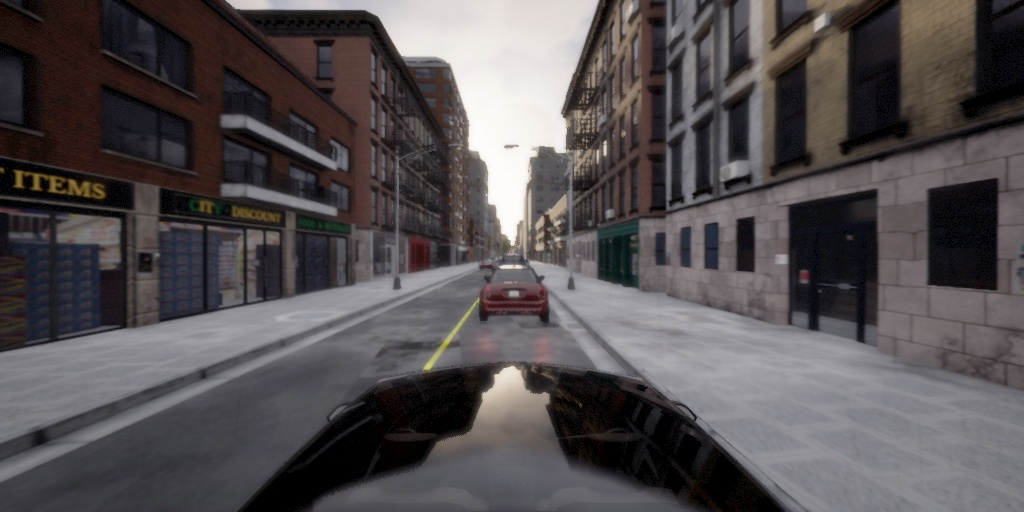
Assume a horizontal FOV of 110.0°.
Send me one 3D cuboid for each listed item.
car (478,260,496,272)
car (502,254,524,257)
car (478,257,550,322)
[{"bbox_3d":[-3.079,1.188,44.870,1.895,1.301,4.718,0,0,0],"label":"car"},{"bbox_3d":[0.091,0.872,28.333,2.150,2.045,5.566,0,0,0],"label":"car"},{"bbox_3d":[0.080,1.068,12.330,2.097,1.767,4.553,0,1,1],"label":"car"}]
